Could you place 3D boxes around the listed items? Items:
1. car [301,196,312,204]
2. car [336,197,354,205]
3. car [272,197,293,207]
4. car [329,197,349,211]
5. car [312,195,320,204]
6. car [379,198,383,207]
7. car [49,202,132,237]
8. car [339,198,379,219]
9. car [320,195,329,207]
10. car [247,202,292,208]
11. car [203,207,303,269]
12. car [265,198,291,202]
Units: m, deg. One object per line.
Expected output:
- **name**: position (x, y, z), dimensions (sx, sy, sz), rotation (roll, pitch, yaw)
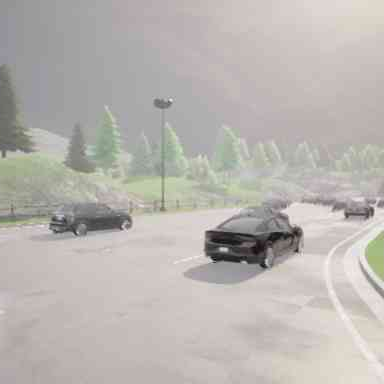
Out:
- **car**: position (22.791, 1.560, 65.303), dimensions (1.812, 1.442, 4.674), rotation (0, 0, 35)
- **car**: position (27.828, 1.582, 60.427), dimensions (2.033, 1.411, 5.357), rotation (0, 0, 35)
- **car**: position (14.539, 1.589, 53.432), dimensions (1.994, 1.385, 4.181), rotation (0, 0, 35)
- **car**: position (18.673, 1.549, 41.005), dimensions (1.812, 1.442, 4.674), rotation (0, 0, 35)
- **car**: position (24.188, 1.385, 61.151), dimensions (2.097, 1.767, 4.553), rotation (0, 0, 35)
- **car**: position (29.198, 1.556, 49.979), dimensions (1.812, 1.442, 4.674), rotation (0, 0, 35)
- **car**: position (-5.482, 1.356, 18.603), dimensions (2.097, 1.767, 4.553), rotation (0, 0, 35)
- **car**: position (14.755, 1.564, 29.266), dimensions (2.033, 1.411, 5.357), rotation (0, 0, 35)
- **car**: position (21.868, 1.534, 51.880), dimensions (1.837, 1.490, 4.892), rotation (0, 0, 35)
- **car**: position (4.210, 1.557, 20.262), dimensions (2.033, 1.411, 5.357), rotation (0, 0, 35)
- **car**: position (2.309, 1.483, 11.418), dimensions (1.882, 1.535, 5.008), rotation (0, 0, 35)
- **car**: position (10.220, 1.567, 41.121), dimensions (2.033, 1.411, 5.357), rotation (0, 0, 35)
